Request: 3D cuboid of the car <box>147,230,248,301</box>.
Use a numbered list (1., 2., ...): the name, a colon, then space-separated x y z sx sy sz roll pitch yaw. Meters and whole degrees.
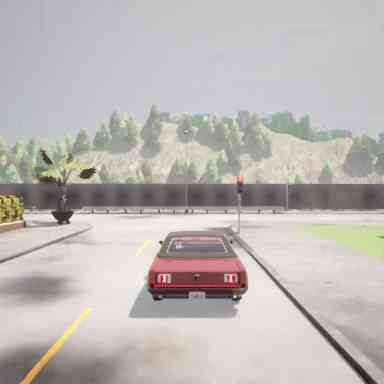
1. car: 0.101 1.601 8.279 1.895 1.301 4.718 0 0 0
